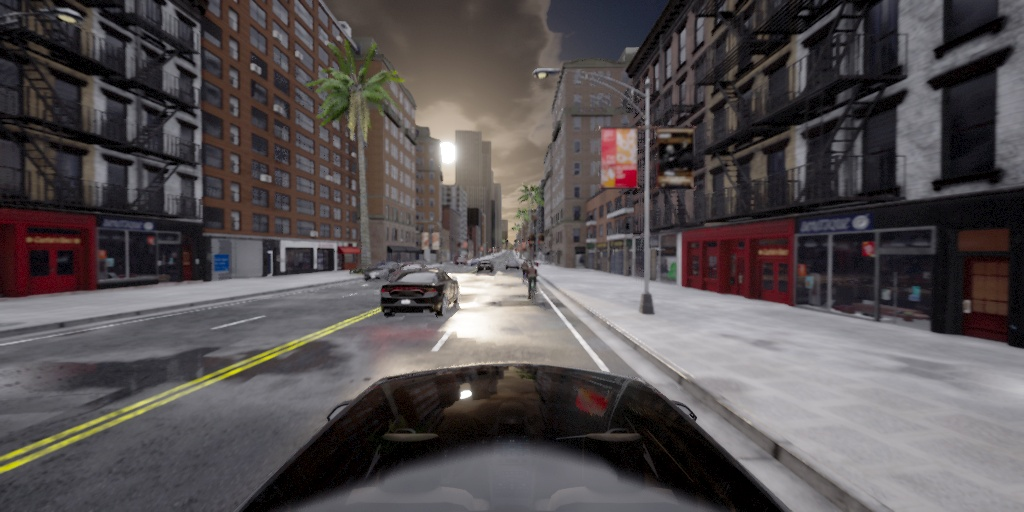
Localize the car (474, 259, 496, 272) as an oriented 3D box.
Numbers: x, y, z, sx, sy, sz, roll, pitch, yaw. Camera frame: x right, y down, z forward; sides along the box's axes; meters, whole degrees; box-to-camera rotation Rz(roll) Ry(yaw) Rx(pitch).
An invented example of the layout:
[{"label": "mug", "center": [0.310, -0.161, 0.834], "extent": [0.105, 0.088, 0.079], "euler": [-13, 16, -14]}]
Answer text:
[{"label": "car", "center": [-3.153, 1.198, 43.781], "extent": [1.837, 1.490, 4.892], "euler": [0, 0, 0]}]

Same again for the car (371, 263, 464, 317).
[{"label": "car", "center": [-3.151, 1.200, 13.104], "extent": [1.882, 1.535, 5.008], "euler": [0, 0, 0]}]

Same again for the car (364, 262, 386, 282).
[{"label": "car", "center": [-9.848, 1.189, 27.934], "extent": [2.128, 1.511, 4.902], "euler": [0, 0, 0]}]

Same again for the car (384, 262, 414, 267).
[{"label": "car", "center": [-6.608, 1.229, 23.778], "extent": [1.812, 1.442, 4.674], "euler": [0, 0, 0]}]

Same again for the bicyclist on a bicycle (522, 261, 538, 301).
[{"label": "bicyclist on a bicycle", "center": [0.893, 1.170, 15.819], "extent": [0.582, 1.620, 1.656], "euler": [0, 0, 0]}]

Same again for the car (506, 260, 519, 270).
[{"label": "car", "center": [0.067, 1.263, 52.123], "extent": [1.994, 1.385, 4.181], "euler": [0, 0, 0]}]

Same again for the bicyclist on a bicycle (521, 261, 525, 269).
[{"label": "bicyclist on a bicycle", "center": [0.892, 1.155, 25.307], "extent": [0.582, 1.620, 1.656], "euler": [0, 0, 0]}]
